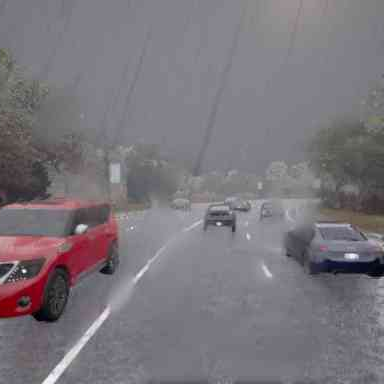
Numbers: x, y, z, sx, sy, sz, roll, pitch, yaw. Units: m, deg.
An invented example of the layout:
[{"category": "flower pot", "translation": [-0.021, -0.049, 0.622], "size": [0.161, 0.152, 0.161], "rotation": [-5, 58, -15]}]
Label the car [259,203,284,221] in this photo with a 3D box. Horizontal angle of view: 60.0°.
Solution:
[{"category": "car", "translation": [6.512, 1.584, 27.321], "size": [2.033, 1.411, 5.357], "rotation": [0, 0, 12]}]

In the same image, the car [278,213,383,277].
[{"category": "car", "translation": [4.161, 1.582, 10.339], "size": [1.994, 1.385, 4.181], "rotation": [0, 0, 4]}]

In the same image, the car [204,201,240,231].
[{"category": "car", "translation": [1.866, 1.520, 20.899], "size": [1.837, 1.490, 4.892], "rotation": [0, 0, 9]}]

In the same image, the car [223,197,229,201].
[{"category": "car", "translation": [6.011, 1.517, 51.351], "size": [1.882, 1.535, 5.008], "rotation": [0, 0, 21]}]

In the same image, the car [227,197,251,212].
[{"category": "car", "translation": [5.744, 1.602, 38.746], "size": [1.994, 1.385, 4.181], "rotation": [0, 0, 15]}]

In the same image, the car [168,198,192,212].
[{"category": "car", "translation": [-1.335, 1.512, 40.101], "size": [1.837, 1.490, 4.892], "rotation": [0, 0, 16]}]

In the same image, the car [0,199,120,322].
[{"category": "car", "translation": [-3.280, 1.215, 7.616], "size": [2.150, 2.045, 5.566], "rotation": [0, 0, 3]}]
